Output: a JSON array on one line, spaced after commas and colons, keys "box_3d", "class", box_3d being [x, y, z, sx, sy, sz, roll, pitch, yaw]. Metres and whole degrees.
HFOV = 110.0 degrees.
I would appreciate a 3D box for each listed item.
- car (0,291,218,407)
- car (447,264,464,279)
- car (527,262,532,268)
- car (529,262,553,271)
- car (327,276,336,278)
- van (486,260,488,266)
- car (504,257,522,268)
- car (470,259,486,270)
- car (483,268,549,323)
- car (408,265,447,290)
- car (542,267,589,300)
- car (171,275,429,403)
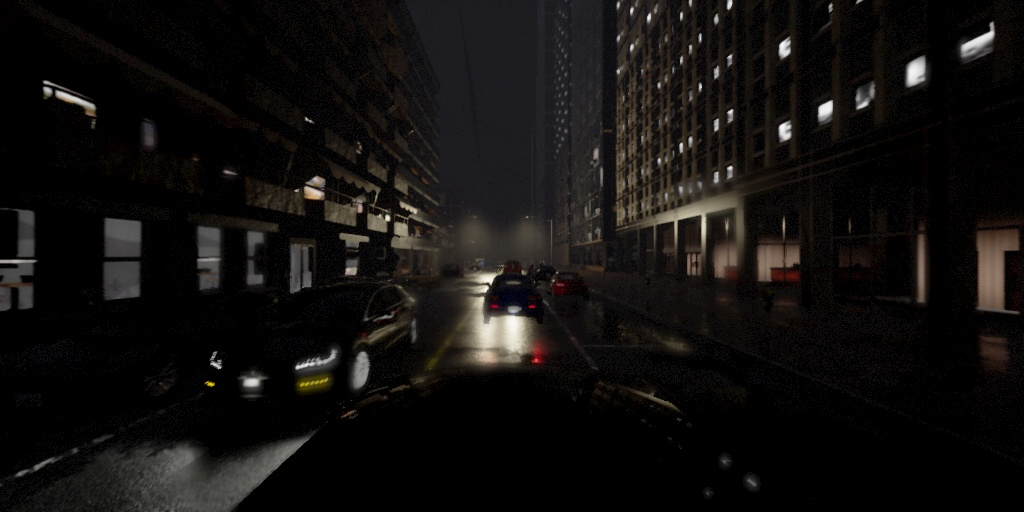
[{"box_3d": [-5.691, 1.334, 6.397, 1.948, 1.339, 4.313, 0, 0, 0], "class": "car"}, {"box_3d": [-5.695, 1.434, 34.640, 1.888, 1.381, 4.507, 0, 0, 0], "class": "car"}, {"box_3d": [2.685, 1.471, 34.641, 1.802, 1.307, 4.207, 0, 0, 0], "class": "car"}, {"box_3d": [2.687, 1.430, 28.992, 1.948, 1.339, 4.313, 0, 0, 0], "class": "car"}, {"box_3d": [-5.691, 1.342, 12.046, 2.007, 1.370, 4.403, 0, 0, 0], "class": "car"}, {"box_3d": [-5.698, 1.360, 62.883, 1.690, 1.789, 3.998, 0, 0, 0], "class": "van"}, {"box_3d": [0.095, 1.282, 43.344, 2.097, 1.767, 4.553, 0, 0, 0], "class": "car"}, {"box_3d": [-5.698, 1.559, 57.234, 1.948, 1.339, 4.313, 0, 0, 0], "class": "car"}, {"box_3d": [0.033, 1.317, 12.182, 1.812, 1.442, 4.674, 0, 0, 0], "class": "car"}, {"box_3d": [-5.693, 1.364, 23.173, 1.751, 1.417, 4.829, 0, 0, 0], "class": "car"}, {"box_3d": [2.688, 1.397, 17.695, 1.802, 1.307, 4.207, 0, 0, 0], "class": "car"}, {"box_3d": [-3.102, 1.274, 6.708, 1.837, 1.490, 4.892, 0, 0, 0], "class": "car"}]
